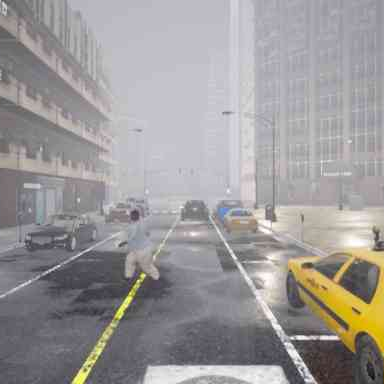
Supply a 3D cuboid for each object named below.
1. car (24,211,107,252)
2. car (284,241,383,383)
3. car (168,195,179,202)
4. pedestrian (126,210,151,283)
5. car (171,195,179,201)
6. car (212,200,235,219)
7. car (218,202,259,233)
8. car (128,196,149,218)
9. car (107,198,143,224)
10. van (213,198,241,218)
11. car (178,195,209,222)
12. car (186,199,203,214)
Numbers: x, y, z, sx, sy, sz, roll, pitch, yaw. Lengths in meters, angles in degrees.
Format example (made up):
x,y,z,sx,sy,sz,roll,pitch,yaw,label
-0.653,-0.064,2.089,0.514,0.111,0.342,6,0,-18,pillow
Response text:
x,y,z,sx,sy,sz,roll,pitch,yaw,label
-5.209,1.552,13.727,2.008,1.369,4.403,0,0,0,car
2.786,1.456,4.867,1.801,1.575,5.366,0,0,0,car
-4.728,1.645,79.163,1.752,1.417,4.829,0,0,0,car
-1.264,1.294,7.897,0.375,1.860,0.375,0,0,0,pedestrian
-4.645,1.598,90.439,1.967,1.590,4.097,0,0,0,car
2.794,1.541,30.452,1.752,1.417,4.829,0,0,0,car
2.713,1.530,19.382,1.752,1.417,4.829,0,0,0,car
-5.085,1.330,30.334,2.192,1.841,5.009,0,0,0,car
-5.127,1.450,24.798,1.967,1.590,4.097,0,0,0,car
2.754,1.351,24.746,1.690,1.788,3.998,0,0,0,van
0.261,1.363,26.717,2.097,1.767,4.553,0,0,1,car
0.266,1.549,36.033,1.812,1.442,4.674,0,0,0,car
